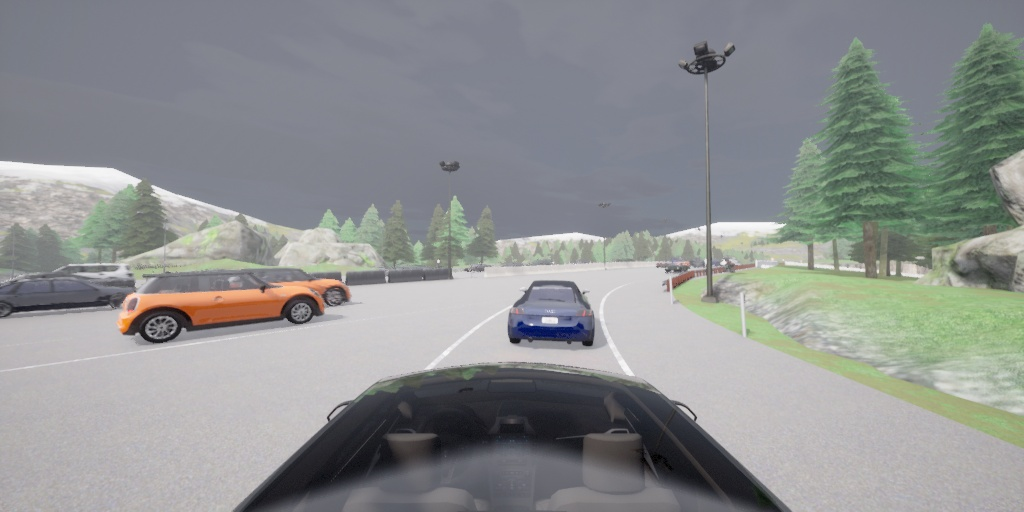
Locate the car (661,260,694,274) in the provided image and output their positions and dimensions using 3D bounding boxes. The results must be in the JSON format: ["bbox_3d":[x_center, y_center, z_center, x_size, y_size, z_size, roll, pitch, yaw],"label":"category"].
[{"bbox_3d":[20.449,1.468,44.162,1.895,1.301,4.718,-1,-1,40],"label":"car"}]

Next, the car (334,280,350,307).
[{"bbox_3d":[-9.061,1.257,14.524,2.097,1.767,4.553,-1,-1,40],"label":"car"}]

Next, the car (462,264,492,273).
[{"bbox_3d":[-5.385,1.951,57.246,2.033,1.411,5.357,-1,-1,40],"label":"car"}]

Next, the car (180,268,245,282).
[{"bbox_3d":[-34.062,2.131,40.967,5.357,1.411,2.033,0,-1,-17],"label":"car"}]

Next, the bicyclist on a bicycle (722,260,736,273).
[{"bbox_3d":[25.982,1.247,43.224,1.656,1.620,0.582,0,0,33],"label":"bicyclist on a bicycle"}]

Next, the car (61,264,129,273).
[{"bbox_3d":[-31.542,1.591,26.169,2.150,2.045,5.566,-1,-1,40],"label":"car"}]

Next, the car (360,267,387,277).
[{"bbox_3d":[-16.764,1.975,43.729,1.895,1.301,4.718,-2,-1,40],"label":"car"}]

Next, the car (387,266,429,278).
[{"bbox_3d":[-10.733,1.796,40.024,2.033,1.411,5.357,-1,-1,40],"label":"car"}]

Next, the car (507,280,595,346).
[{"bbox_3d":[1.108,1.327,9.579,1.994,1.385,4.181,0,0,9],"label":"car"}]

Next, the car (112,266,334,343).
[{"bbox_3d":[-8.010,1.197,10.338,2.097,1.767,4.553,-1,-1,40],"label":"car"}]

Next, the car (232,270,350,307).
[{"bbox_3d":[-10.819,1.494,17.865,1.812,1.442,4.674,-1,-1,40],"label":"car"}]

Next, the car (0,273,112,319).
[{"bbox_3d":[-18.269,1.587,14.443,2.033,1.411,5.357,-1,-1,40],"label":"car"}]

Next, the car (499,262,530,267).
[{"bbox_3d":[-0.002,1.744,52.776,1.882,1.535,5.008,-1,-1,40],"label":"car"}]

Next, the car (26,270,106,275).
[{"bbox_3d":[-27.144,1.745,20.515,1.837,1.490,4.892,-1,-1,40],"label":"car"}]
